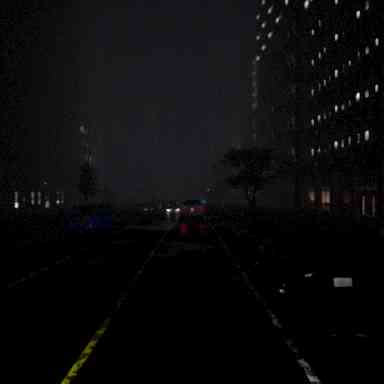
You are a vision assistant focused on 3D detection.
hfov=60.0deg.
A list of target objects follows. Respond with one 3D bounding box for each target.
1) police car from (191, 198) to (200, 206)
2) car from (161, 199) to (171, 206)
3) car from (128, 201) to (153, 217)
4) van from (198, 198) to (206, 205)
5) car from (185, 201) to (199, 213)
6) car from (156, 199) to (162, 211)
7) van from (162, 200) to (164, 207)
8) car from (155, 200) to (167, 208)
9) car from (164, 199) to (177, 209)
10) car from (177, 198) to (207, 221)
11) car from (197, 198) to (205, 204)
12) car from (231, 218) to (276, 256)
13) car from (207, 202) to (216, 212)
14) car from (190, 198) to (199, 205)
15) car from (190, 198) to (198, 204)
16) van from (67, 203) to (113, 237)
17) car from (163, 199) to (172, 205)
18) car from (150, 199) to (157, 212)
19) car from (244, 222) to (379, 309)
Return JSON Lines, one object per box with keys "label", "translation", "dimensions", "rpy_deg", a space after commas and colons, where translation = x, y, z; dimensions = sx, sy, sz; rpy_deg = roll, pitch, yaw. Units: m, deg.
{"label": "police car", "translation": [0.710, 2.265, 73.304], "dimensions": [1.930, 1.638, 5.238], "rpy_deg": [0, -1, 0]}
{"label": "car", "translation": [-5.897, 2.420, 75.425], "dimensions": [2.008, 1.369, 4.403], "rpy_deg": [-1, -1, 0]}
{"label": "car", "translation": [-5.794, 1.950, 36.052], "dimensions": [2.008, 1.369, 4.403], "rpy_deg": [-1, -1, 0]}
{"label": "van", "translation": [2.464, 2.276, 81.074], "dimensions": [1.690, 1.788, 3.998], "rpy_deg": [-1, -1, 0]}
{"label": "car", "translation": [-0.019, 1.991, 46.128], "dimensions": [1.882, 1.535, 5.008], "rpy_deg": [0, -1, 0]}
{"label": "car", "translation": [-5.823, 2.076, 47.302], "dimensions": [1.887, 1.381, 4.507], "rpy_deg": [-1, -1, 0]}
{"label": "van", "translation": [-5.841, 1.939, 52.928], "dimensions": [1.690, 1.788, 3.998], "rpy_deg": [-1, -1, 0]}
{"label": "car", "translation": [-5.868, 2.277, 64.175], "dimensions": [1.887, 1.381, 4.507], "rpy_deg": [-1, -1, 0]}
{"label": "car", "translation": [-3.205, 2.147, 56.867], "dimensions": [1.837, 1.490, 4.892], "rpy_deg": [0, -1, 0]}
{"label": "car", "translation": [0.022, 1.565, 31.097], "dimensions": [2.150, 2.045, 5.566], "rpy_deg": [0, 0, 0]}
{"label": "car", "translation": [2.436, 2.516, 92.322], "dimensions": [1.967, 1.590, 4.097], "rpy_deg": [-1, -1, 0]}
{"label": "car", "translation": [2.646, 1.710, 13.575], "dimensions": [1.947, 1.339, 4.313], "rpy_deg": [-1, -1, 0]}
{"label": "car", "translation": [2.557, 2.109, 47.324], "dimensions": [1.802, 1.307, 4.206], "rpy_deg": [-1, -1, 0]}
{"label": "car", "translation": [0.673, 2.314, 83.167], "dimensions": [2.097, 1.767, 4.553], "rpy_deg": [0, -1, 0]}
{"label": "car", "translation": [0.530, 2.518, 89.229], "dimensions": [1.882, 1.535, 5.008], "rpy_deg": [0, -1, 2]}
{"label": "van", "translation": [-5.752, 1.551, 19.180], "dimensions": [1.690, 1.788, 3.998], "rpy_deg": [-1, -1, 0]}
{"label": "car", "translation": [-5.912, 2.490, 81.049], "dimensions": [2.008, 1.369, 4.403], "rpy_deg": [-1, -1, 0]}
{"label": "car", "translation": [-5.809, 1.988, 41.507], "dimensions": [1.752, 1.417, 4.829], "rpy_deg": [-1, -1, 0]}
{"label": "car", "translation": [2.661, 1.650, 7.950], "dimensions": [1.947, 1.339, 4.313], "rpy_deg": [-1, -1, 0]}
